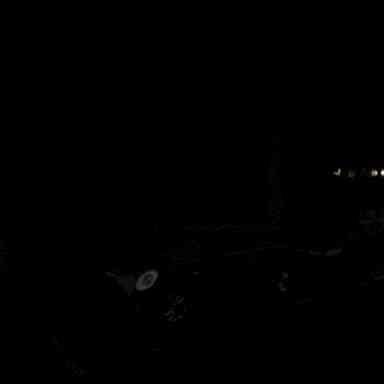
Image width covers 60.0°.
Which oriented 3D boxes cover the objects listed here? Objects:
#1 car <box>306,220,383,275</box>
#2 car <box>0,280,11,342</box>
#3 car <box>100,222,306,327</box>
[{"bbox_3d":[4.799,1.535,10.192,4.206,1.307,1.802,0,0,-36],"label":"car"},{"bbox_3d":[-4.380,1.590,3.637,4.206,1.307,1.802,0,0,-36],"label":"car"},{"bbox_3d":[0.209,1.419,6.913,4.097,1.590,1.967,0,0,-36],"label":"car"}]
